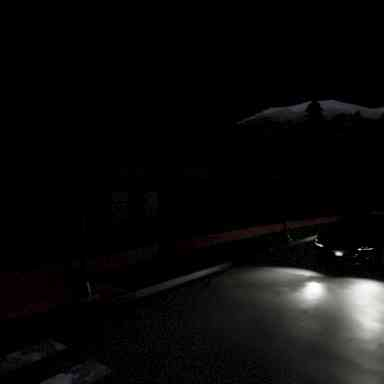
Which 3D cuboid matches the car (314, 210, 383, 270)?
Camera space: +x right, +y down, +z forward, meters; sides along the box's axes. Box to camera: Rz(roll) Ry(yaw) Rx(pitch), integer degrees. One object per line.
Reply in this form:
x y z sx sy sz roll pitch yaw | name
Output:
5.651 1.401 10.875 1.837 1.490 4.892 -1 0 43 | car
